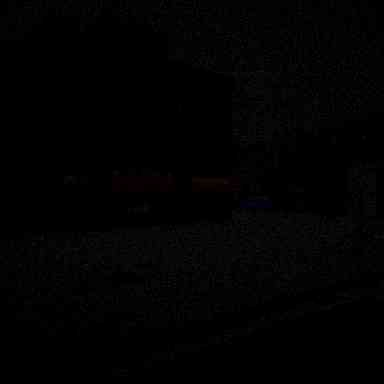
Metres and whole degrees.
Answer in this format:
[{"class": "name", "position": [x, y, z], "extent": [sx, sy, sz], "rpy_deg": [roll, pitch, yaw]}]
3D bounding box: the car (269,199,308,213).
[{"class": "car", "position": [11.626, 1.561, 39.439], "extent": [1.967, 1.590, 4.097], "rpy_deg": [0, 0, -36]}]

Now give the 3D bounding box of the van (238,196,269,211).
[{"class": "van", "position": [8.423, 1.478, 43.881], "extent": [1.690, 1.788, 3.998], "rpy_deg": [0, 0, -36]}]

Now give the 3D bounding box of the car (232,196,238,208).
[{"class": "car", "position": [5.220, 1.470, 48.319], "extent": [2.192, 1.841, 5.009], "rpy_deg": [0, 0, -36]}]

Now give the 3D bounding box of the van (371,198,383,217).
[{"class": "van", "position": [18.031, 1.431, 30.558], "extent": [1.690, 1.788, 3.998], "rpy_deg": [0, 0, -36]}]

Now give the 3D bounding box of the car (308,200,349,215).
[{"class": "car", "position": [14.829, 1.545, 34.998], "extent": [1.967, 1.590, 4.097], "rpy_deg": [0, 0, -36]}]
